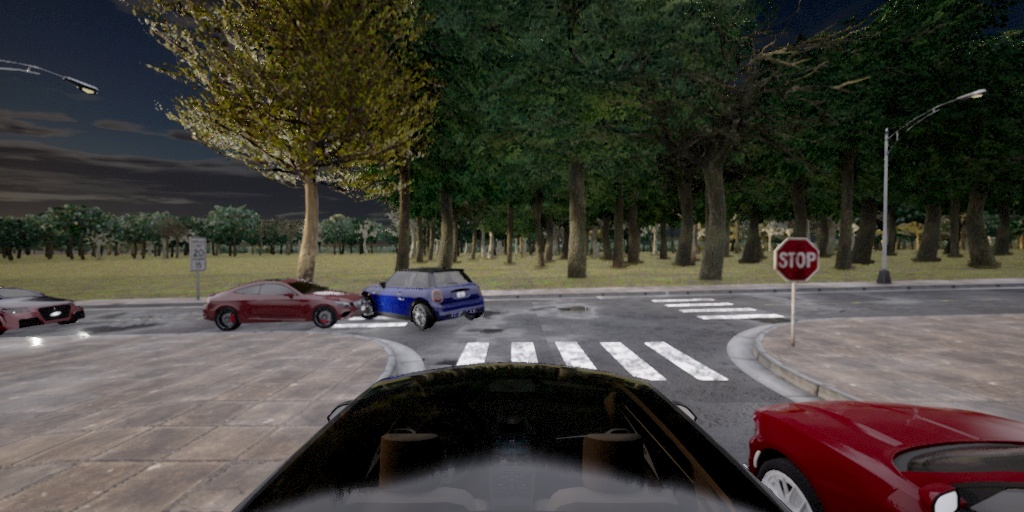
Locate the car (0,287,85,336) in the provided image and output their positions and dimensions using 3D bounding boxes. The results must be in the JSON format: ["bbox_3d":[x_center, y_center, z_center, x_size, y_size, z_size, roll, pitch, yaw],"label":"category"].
[{"bbox_3d":[-16.408,1.695,11.312,4.181,1.385,1.994,-1,1,0],"label":"car"}]

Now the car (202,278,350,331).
[{"bbox_3d":[-7.042,1.430,11.321,4.674,1.442,1.812,-1,1,0],"label":"car"}]

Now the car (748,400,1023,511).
[{"bbox_3d":[2.636,1.295,0.892,1.888,1.381,4.507,0,0,0],"label":"car"}]

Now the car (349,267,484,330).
[{"bbox_3d":[-3.068,1.148,11.611,4.553,1.767,2.097,-1,1,41],"label":"car"}]
